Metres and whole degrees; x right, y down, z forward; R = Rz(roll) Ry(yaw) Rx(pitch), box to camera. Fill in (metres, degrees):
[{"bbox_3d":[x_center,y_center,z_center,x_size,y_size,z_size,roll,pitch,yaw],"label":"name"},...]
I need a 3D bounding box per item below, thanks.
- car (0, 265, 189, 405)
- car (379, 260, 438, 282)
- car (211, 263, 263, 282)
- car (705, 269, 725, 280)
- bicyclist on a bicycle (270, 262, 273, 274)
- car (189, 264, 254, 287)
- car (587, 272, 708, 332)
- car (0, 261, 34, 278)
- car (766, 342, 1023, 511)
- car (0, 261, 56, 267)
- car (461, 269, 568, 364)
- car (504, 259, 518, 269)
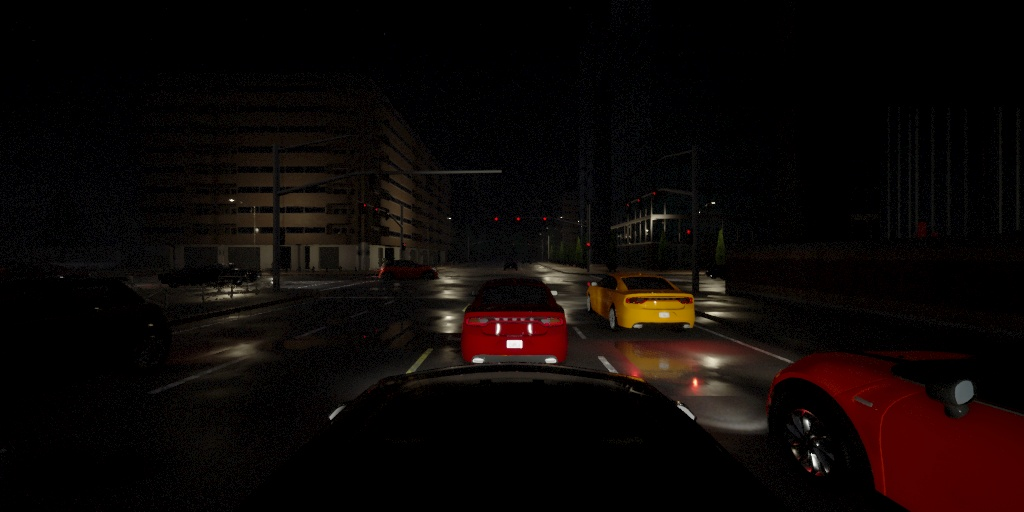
[{"bbox_3d":[-7.141,1.102,4.455,2.097,1.767,4.553,0,0,0],"label":"car"},{"bbox_3d":[-8.372,1.129,29.066,4.553,1.767,2.097,0,0,-19],"label":"car"},{"bbox_3d":[-21.961,1.295,27.625,4.902,1.511,2.128,0,0,0],"label":"car"},{"bbox_3d":[19.523,1.406,31.167,4.718,1.301,1.895,0,0,0],"label":"car"},{"bbox_3d":[-25.535,1.106,38.622,0.582,1.620,1.656,0,0,0],"label":"bicyclist on a bicycle"},{"bbox_3d":[-20.604,1.406,24.119,4.718,1.301,1.895,0,0,0],"label":"car"},{"bbox_3d":[3.578,1.228,10.863,1.882,1.535,5.008,0,0,0],"label":"car"},{"bbox_3d":[-50.346,1.297,34.885,4.902,1.511,2.128,0,0,1],"label":"car"},{"bbox_3d":[3.600,1.102,1.717,2.097,1.767,4.553,0,0,0],"label":"car"},{"bbox_3d":[-31.534,1.283,24.163,5.008,1.535,1.882,0,0,0],"label":"car"},{"bbox_3d":[0.059,1.228,8.088,1.882,1.535,5.008,0,0,0],"label":"car"},{"bbox_3d":[-0.178,1.275,51.976,1.812,1.442,4.674,0,0,0],"label":"car"}]
